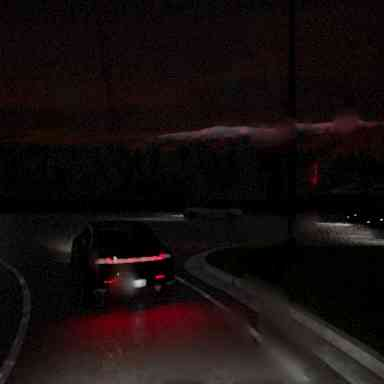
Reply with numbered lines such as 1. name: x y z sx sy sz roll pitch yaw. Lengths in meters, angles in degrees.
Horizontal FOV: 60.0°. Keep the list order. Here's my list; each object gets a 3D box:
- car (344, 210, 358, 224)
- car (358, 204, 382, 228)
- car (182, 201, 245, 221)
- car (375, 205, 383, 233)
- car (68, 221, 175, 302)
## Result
1. car: 12.582 1.528 22.374 4.181 1.385 1.994 0 0 4
2. car: 12.519 1.475 18.870 4.892 1.490 1.837 0 0 4
3. car: 1.586 1.554 26.622 4.718 1.301 1.895 0 0 4
4. car: 11.458 1.501 15.423 4.674 1.442 1.812 0 0 4
5. car: -1.949 1.476 8.389 2.128 1.511 4.902 0 0 -23
